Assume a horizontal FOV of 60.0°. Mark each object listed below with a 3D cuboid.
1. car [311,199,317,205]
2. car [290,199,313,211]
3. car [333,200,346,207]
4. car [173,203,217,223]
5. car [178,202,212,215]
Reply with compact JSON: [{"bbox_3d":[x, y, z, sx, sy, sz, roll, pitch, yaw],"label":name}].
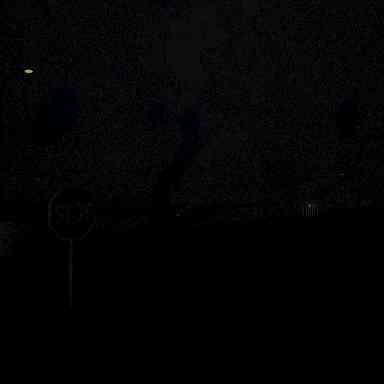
[{"bbox_3d":[29.425,2.503,82.099,2.128,1.511,4.902,1,0,36],"label":"car"},{"bbox_3d":[17.143,2.264,52.924,1.994,1.385,4.181,1,0,36],"label":"car"},{"bbox_3d":[33.929,2.512,76.365,1.882,1.535,5.008,1,0,36],"label":"car"},{"bbox_3d":[0.376,1.839,29.498,1.882,1.535,5.008,1,0,36],"label":"car"},{"bbox_3d":[0.406,2.017,41.572,1.895,1.301,4.718,1,0,36],"label":"car"}]
